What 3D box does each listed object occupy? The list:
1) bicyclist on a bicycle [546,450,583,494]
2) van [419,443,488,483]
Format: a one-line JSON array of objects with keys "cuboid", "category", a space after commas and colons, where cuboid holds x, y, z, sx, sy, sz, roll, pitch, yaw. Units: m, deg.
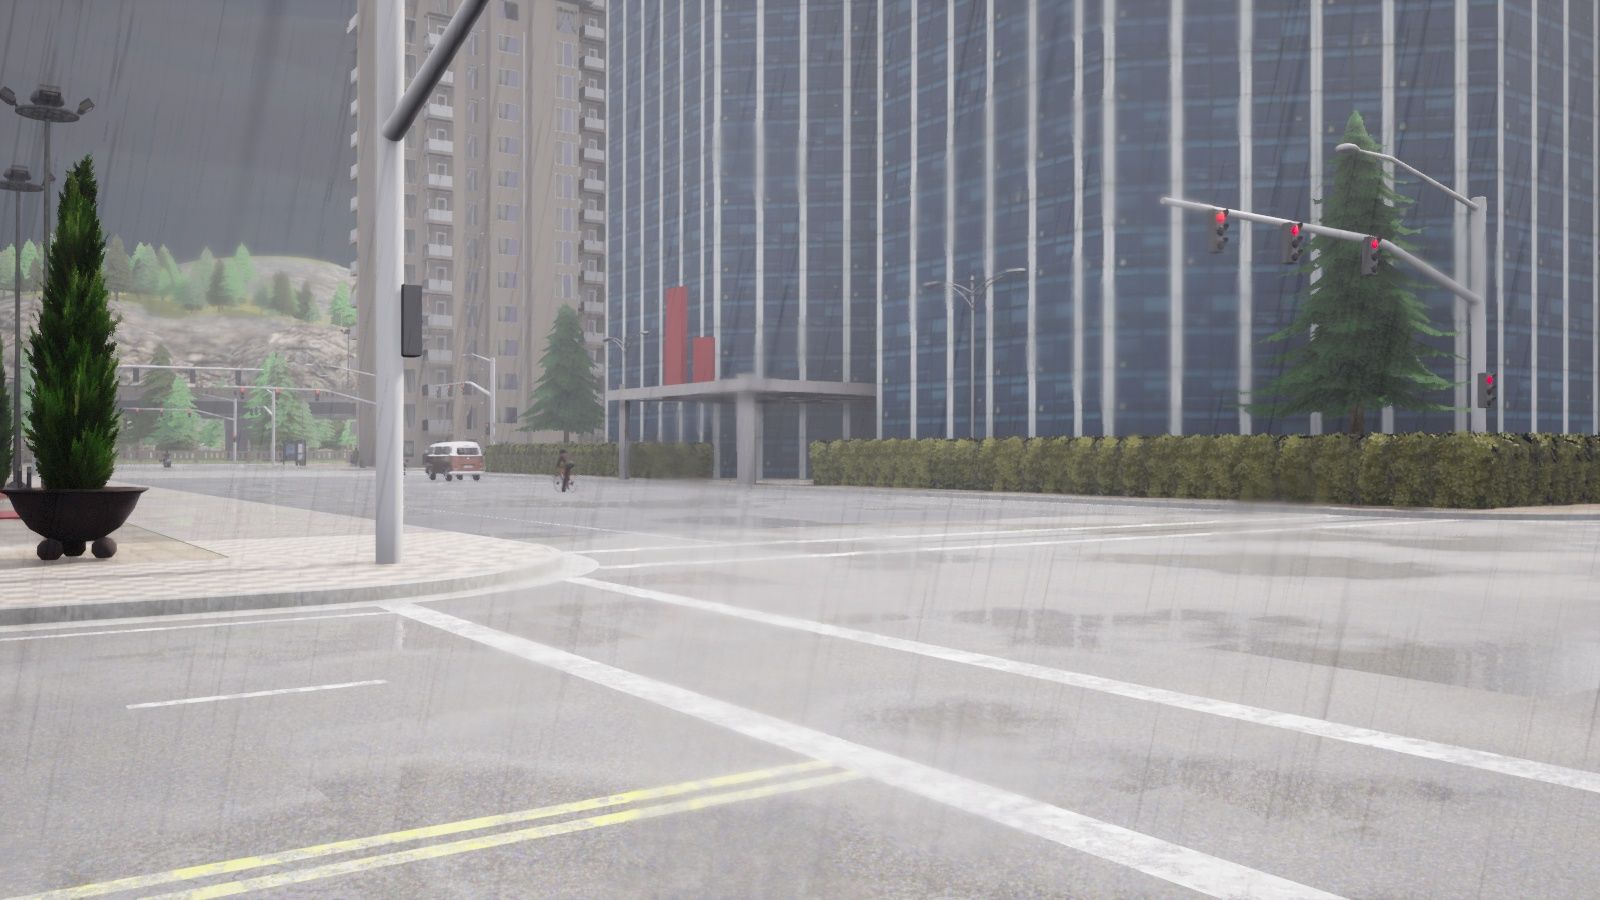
[{"cuboid": [-8.860, 0.832, 47.142, 0.582, 1.620, 1.656, 1, -1, -42], "category": "bicyclist on a bicycle"}, {"cuboid": [-18.230, 0.668, 65.987, 2.069, 2.038, 4.480, 0, 0, -35], "category": "van"}]
